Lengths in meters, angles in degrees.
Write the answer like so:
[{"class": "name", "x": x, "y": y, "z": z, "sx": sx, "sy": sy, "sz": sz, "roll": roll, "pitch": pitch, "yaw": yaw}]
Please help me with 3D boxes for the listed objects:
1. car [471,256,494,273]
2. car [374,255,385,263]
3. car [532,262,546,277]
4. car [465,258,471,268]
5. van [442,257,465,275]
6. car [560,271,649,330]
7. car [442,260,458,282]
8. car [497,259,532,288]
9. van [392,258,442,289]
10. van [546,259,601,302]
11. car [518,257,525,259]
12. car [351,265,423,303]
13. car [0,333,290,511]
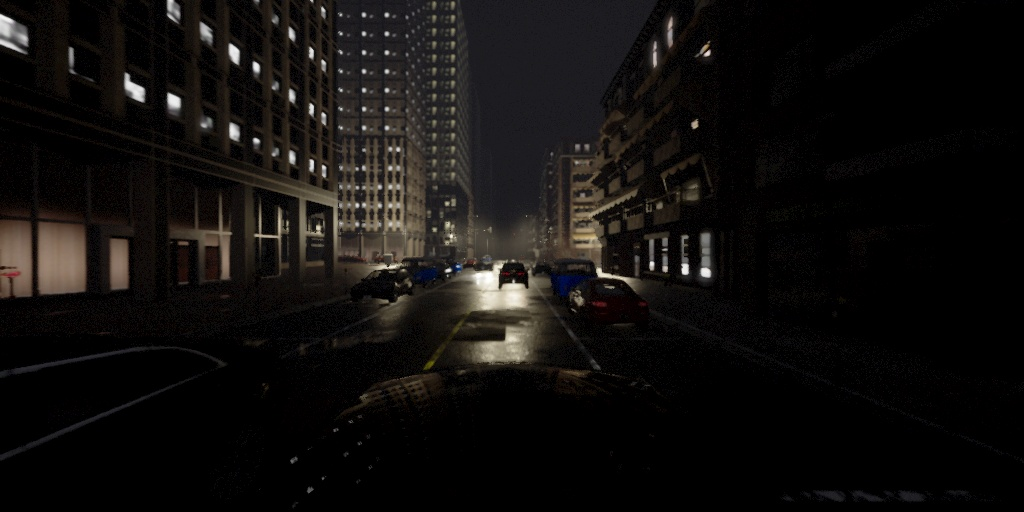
[{"class": "car", "x": -3.058, "y": 1.073, "z": 40.632, "sx": 2.128, "sy": 1.511, "sz": 4.902, "roll": 0, "pitch": 0, "yaw": 0}, {"class": "car", "x": -21.138, "y": 0.566, "z": 60.986, "sx": 4.097, "sy": 1.591, "sz": 1.967, "roll": 0, "pitch": 0, "yaw": 0}, {"class": "car", "x": 2.696, "y": 1.161, "z": 33.270, "sx": 2.007, "sy": 1.370, "sz": 4.403, "roll": 0, "pitch": 0, "yaw": 0}, {"class": "car", "x": -5.683, "y": 0.981, "z": 50.218, "sx": 1.967, "sy": 1.591, "sz": 4.097, "roll": 0, "pitch": 0, "yaw": 0}, {"class": "van", "x": -5.685, "y": 0.951, "z": 33.272, "sx": 1.690, "sy": 1.789, "sz": 3.998, "roll": 0, "pitch": 0, "yaw": 0}, {"class": "car", "x": 2.692, "y": 1.291, "z": 10.677, "sx": 1.802, "sy": 1.307, "sz": 4.207, "roll": 0, "pitch": 0, "yaw": 0}, {"class": "car", "x": -5.686, "y": 1.185, "z": 27.624, "sx": 2.007, "sy": 1.370, "sz": 4.403, "roll": 0, "pitch": 0, "yaw": 0}, {"class": "car", "x": 0.100, "y": 1.162, "z": 22.795, "sx": 1.837, "sy": 1.490, "sz": 4.892, "roll": 0, "pitch": 1, "yaw": 0}, {"class": "van", "x": -5.687, "y": 1.000, "z": 21.975, "sx": 1.690, "sy": 1.789, "sz": 3.998, "roll": 0, "pitch": 0, "yaw": 0}, {"class": "van", "x": 2.693, "y": 1.024, "z": 16.325, "sx": 1.690, "sy": 1.789, "sz": 3.998, "roll": 0, "pitch": 0, "yaw": 0}, {"class": "car", "x": 0.102, "y": 1.150, "z": 39.008, "sx": 1.994, "sy": 1.385, "sz": 4.181, "roll": 0, "pitch": 0, "yaw": 0}, {"class": "car", "x": -5.687, "y": 1.249, "z": 16.327, "sx": 1.948, "sy": 1.339, "sz": 4.313, "roll": 0, "pitch": 0, "yaw": 0}, {"class": "car", "x": -3.101, "y": 1.244, "z": 1.504, "sx": 2.128, "sy": 1.511, "sz": 4.902, "roll": 0, "pitch": 0, "yaw": 0}]
